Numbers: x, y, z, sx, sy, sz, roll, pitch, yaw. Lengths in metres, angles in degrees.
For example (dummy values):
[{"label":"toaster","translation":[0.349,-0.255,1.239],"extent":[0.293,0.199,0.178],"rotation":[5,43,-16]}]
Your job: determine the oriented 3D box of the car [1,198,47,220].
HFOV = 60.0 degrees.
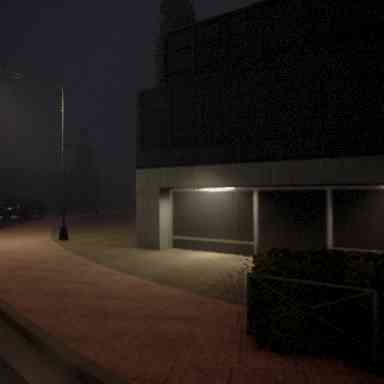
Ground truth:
[{"label":"car","translation":[-16.385,1.636,32.679],"extent":[2.150,2.045,5.566],"rotation":[-1,-1,0]}]
